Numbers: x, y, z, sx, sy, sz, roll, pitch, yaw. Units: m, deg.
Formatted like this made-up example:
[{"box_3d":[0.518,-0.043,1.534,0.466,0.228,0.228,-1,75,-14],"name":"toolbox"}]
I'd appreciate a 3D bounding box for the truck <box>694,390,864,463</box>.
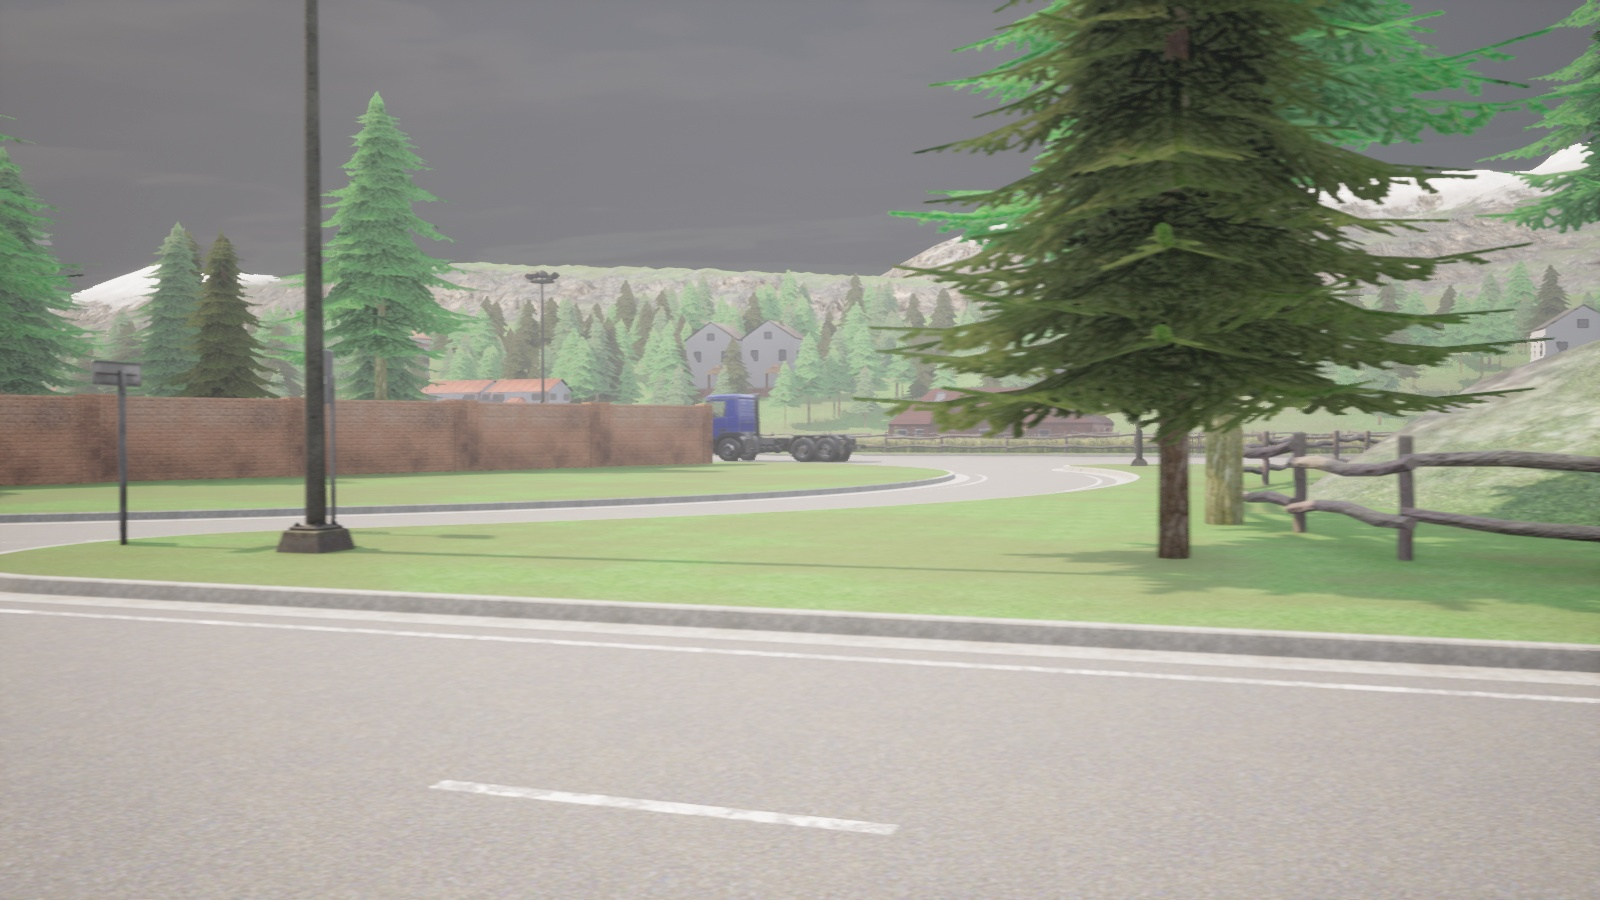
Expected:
[{"box_3d":[-1.039,-1.156,62.255,7.936,3.462,2.891,1,1,19],"name":"truck"}]
